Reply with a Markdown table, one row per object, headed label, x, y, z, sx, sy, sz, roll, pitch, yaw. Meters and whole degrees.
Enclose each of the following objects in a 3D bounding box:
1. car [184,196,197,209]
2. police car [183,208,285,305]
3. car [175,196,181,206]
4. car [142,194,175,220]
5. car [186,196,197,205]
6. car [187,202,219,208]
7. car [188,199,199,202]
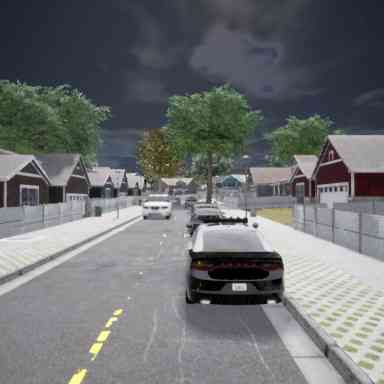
| label | x | y | z | sx | sy | sz | roll | pitch | yaw |
| --- | --- | --- | --- | --- | --- | --- | --- | --- | --- |
| car | -0.041 | 1.481 | 46.094 | 2.128 | 1.511 | 4.902 | 0 | 0 | 0 |
| police car | 0.811 | 1.427 | 8.295 | 1.930 | 1.638 | 5.238 | 0 | 0 | 0 |
| car | -2.843 | 1.479 | 56.177 | 2.128 | 1.511 | 4.902 | 0 | 0 | 0 |
| car | -2.898 | 1.217 | 28.727 | 2.150 | 2.045 | 5.566 | 0 | 0 | 0 |
| car | -0.097 | 1.515 | 60.490 | 1.812 | 1.442 | 4.674 | 0 | 0 | 0 |
| car | 0.795 | 1.504 | 18.188 | 1.837 | 1.490 | 4.892 | 0 | 0 | 0 |
| car | 0.785 | 1.502 | 24.190 | 1.837 | 1.490 | 4.892 | 0 | 0 | 0 |
